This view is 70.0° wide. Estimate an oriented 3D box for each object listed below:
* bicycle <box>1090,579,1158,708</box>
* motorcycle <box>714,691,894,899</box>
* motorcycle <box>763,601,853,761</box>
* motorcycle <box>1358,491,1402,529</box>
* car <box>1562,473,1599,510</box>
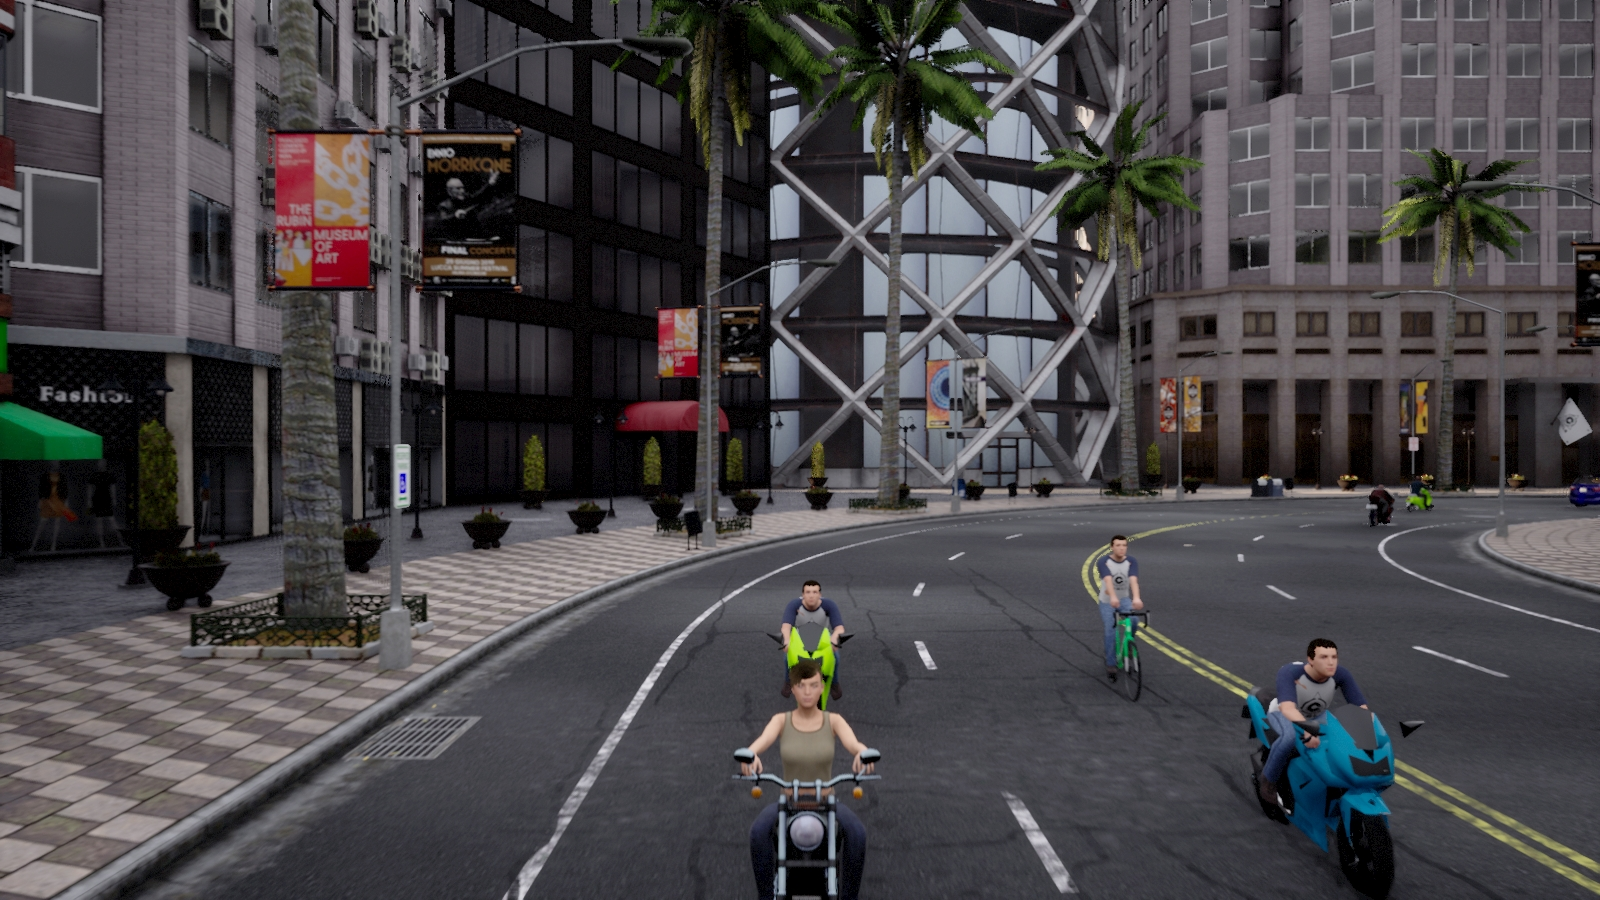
[{"bbox_3d":[3.721,2.196,13.223,0.373,1.196,1.643,0,0,2],"label":"bicycle"},{"bbox_3d":[0.030,2.164,6.033,0.764,1.277,2.356,0,0,1],"label":"motorcycle"},{"bbox_3d":[0.096,2.203,11.256,0.803,1.145,2.033,0,0,1],"label":"motorcycle"},{"bbox_3d":[21.265,2.175,41.853,0.867,1.251,2.209,1,1,43],"label":"motorcycle"},{"bbox_3d":[39.018,1.930,54.018,4.611,1.667,2.242,0,0,-8],"label":"car"}]
